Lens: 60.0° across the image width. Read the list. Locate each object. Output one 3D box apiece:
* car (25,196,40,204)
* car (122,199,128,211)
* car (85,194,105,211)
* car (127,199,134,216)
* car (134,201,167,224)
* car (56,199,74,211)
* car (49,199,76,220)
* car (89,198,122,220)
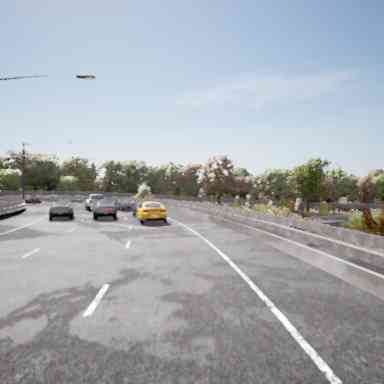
[{"bbox_3d":[-33.725,1.557,69.948,2.097,1.767,4.553,0,0,-42],"label":"car"},{"bbox_3d":[-8.223,1.593,41.611,2.033,1.411,5.357,0,0,-22],"label":"car"},{"bbox_3d":[-12.216,1.294,42.123,2.150,2.045,5.566,0,0,-22],"label":"car"},{"bbox_3d":[-4.317,1.567,30.383,2.033,1.411,5.357,0,-1,-18],"label":"car"},{"bbox_3d":[-3.098,1.497,25.215,1.882,1.535,5.008,0,0,-13],"label":"car"},{"bbox_3d":[-16.756,1.663,43.708,1.994,1.385,4.181,0,0,-24],"label":"car"},{"bbox_3d":[-11.201,1.559,28.854,2.128,1.511,4.902,0,0,-17],"label":"car"},{"bbox_3d":[-7.560,1.535,28.841,2.128,1.511,4.902,0,0,-17],"label":"car"}]
